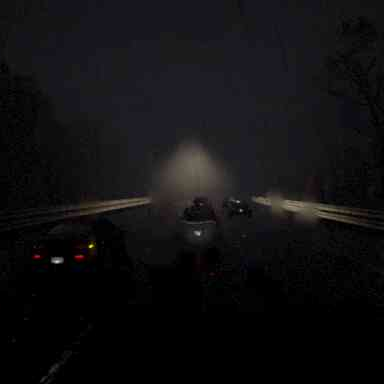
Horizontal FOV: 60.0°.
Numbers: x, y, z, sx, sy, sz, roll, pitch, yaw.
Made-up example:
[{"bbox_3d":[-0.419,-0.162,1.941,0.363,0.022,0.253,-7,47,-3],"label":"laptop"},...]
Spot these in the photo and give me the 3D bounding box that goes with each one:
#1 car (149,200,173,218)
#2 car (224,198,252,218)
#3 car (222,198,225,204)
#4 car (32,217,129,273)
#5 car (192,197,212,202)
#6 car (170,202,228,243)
[{"bbox_3d":[-2.718,1.472,29.809,1.812,1.442,4.674,0,0,2],"label":"car"},{"bbox_3d":[4.247,1.515,29.996,1.994,1.385,4.181,0,0,3],"label":"car"},{"bbox_3d":[5.011,1.482,45.074,2.033,1.411,5.357,0,0,4],"label":"car"},{"bbox_3d":[-3.275,1.504,10.485,1.812,1.442,4.674,0,0,1],"label":"car"},{"bbox_3d":[1.029,1.294,34.901,2.097,1.767,4.553,0,0,3],"label":"car"},{"bbox_3d":[0.335,1.462,15.790,2.128,1.511,4.902,0,0,1],"label":"car"}]
